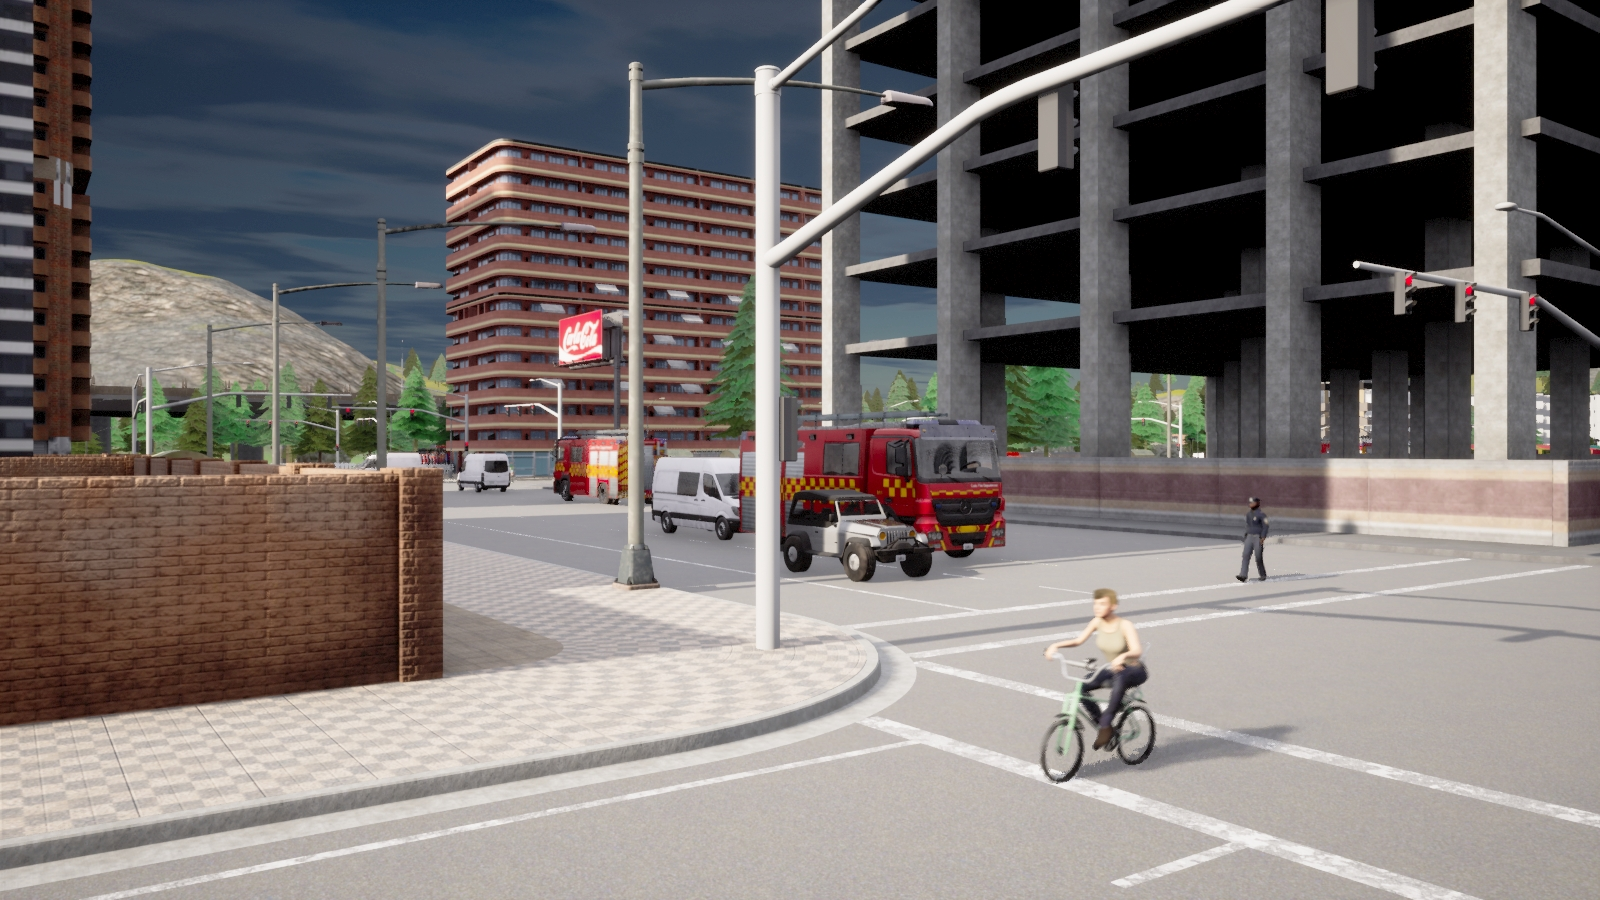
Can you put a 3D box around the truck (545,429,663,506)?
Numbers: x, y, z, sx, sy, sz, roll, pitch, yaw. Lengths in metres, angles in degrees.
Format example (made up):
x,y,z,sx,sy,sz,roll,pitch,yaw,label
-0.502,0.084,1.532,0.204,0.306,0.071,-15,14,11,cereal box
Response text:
x,y,z,sx,sy,sz,roll,pitch,yaw,label
-10.600,0.889,61.002,2.891,3.827,8.468,0,0,-34,truck

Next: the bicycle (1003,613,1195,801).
x,y,z,sx,sy,sz,roll,pitch,yaw,label
2.597,2.157,9.894,1.487,1.276,0.859,0,0,-35,bicycle

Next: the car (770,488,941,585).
x,y,z,sx,sy,sz,roll,pitch,yaw,label
1.170,1.856,25.789,1.905,1.878,3.866,0,0,-35,car

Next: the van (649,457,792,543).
x,y,z,sx,sy,sz,roll,pitch,yaw,label
-2.744,1.534,37.625,1.988,2.561,5.915,0,0,-34,van

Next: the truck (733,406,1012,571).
x,y,z,sx,sy,sz,roll,pitch,yaw,label
1.624,0.890,30.842,2.891,3.827,8.468,0,0,-35,truck

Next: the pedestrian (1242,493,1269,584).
x,y,z,sx,sy,sz,roll,pitch,yaw,label
9.579,1.847,24.018,0.375,1.860,0.375,0,0,-34,pedestrian
